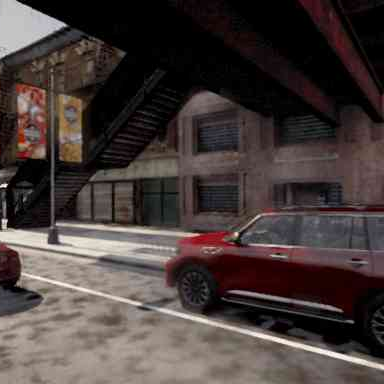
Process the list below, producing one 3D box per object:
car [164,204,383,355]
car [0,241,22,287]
[{"bbox_3d":[2.079,1.247,6.132,5.566,2.045,2.435,-1,0,35],"label":"car"},{"bbox_3d":[-6.043,1.612,8.276,4.674,1.442,1.812,0,0,36],"label":"car"}]
